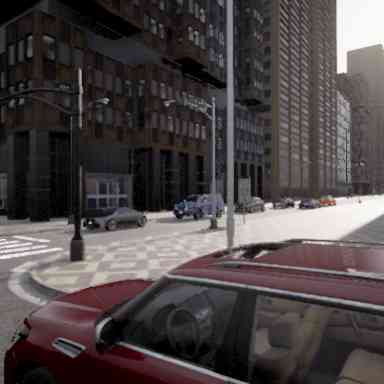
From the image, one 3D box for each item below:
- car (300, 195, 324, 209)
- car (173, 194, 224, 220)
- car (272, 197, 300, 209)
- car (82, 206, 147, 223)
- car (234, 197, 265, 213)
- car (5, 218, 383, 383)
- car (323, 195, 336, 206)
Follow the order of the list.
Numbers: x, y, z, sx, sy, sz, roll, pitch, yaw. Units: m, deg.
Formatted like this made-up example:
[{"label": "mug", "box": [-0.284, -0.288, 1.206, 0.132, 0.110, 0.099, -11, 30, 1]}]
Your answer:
[{"label": "car", "box": [15.861, 1.526, 44.738, 1.994, 1.385, 4.181, 0, 0, 36]}, {"label": "car", "box": [0.701, 1.244, 28.765, 2.150, 2.045, 5.566, 0, 0, 35]}, {"label": "car", "box": [12.491, 1.467, 45.361, 2.128, 1.511, 4.902, 0, 0, 35]}, {"label": "car", "box": [-4.782, 1.607, 20.998, 1.994, 1.385, 4.181, 0, 0, 35]}, {"label": "car", "box": [6.337, 1.352, 36.721, 2.097, 1.767, 4.553, 0, 0, 35]}, {"label": "car", "box": [0.645, 1.319, 2.501, 5.009, 1.841, 2.192, 0, 0, 35]}, {"label": "car", "box": [21.039, 1.292, 52.165, 2.097, 1.767, 4.553, 0, 0, 35]}]
